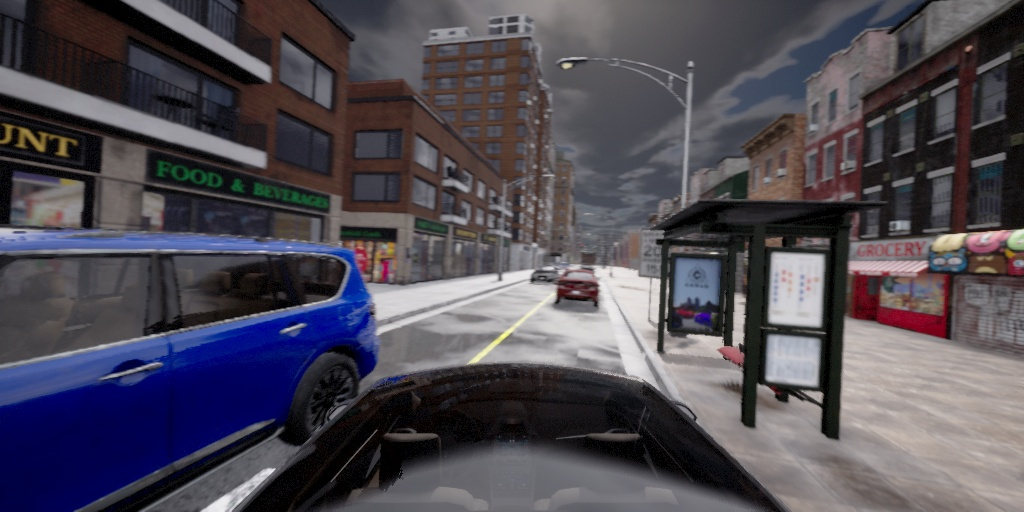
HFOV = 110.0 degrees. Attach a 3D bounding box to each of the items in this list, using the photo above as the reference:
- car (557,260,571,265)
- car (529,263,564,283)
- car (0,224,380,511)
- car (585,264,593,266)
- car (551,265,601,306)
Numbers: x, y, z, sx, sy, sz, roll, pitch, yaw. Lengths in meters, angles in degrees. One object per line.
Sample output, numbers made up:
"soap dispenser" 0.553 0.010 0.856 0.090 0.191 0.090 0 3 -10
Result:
"car" 6.132 1.230 43.274 1.812 1.442 4.674 3 0 13
"car" 2.649 1.465 28.247 1.994 1.385 4.181 3 0 13
"car" -3.146 0.804 2.360 2.150 2.045 5.566 3 0 13
"car" 8.757 1.732 42.058 1.837 1.490 4.892 3 0 13
"car" 3.219 1.402 17.324 1.882 1.535 5.008 3 0 13
